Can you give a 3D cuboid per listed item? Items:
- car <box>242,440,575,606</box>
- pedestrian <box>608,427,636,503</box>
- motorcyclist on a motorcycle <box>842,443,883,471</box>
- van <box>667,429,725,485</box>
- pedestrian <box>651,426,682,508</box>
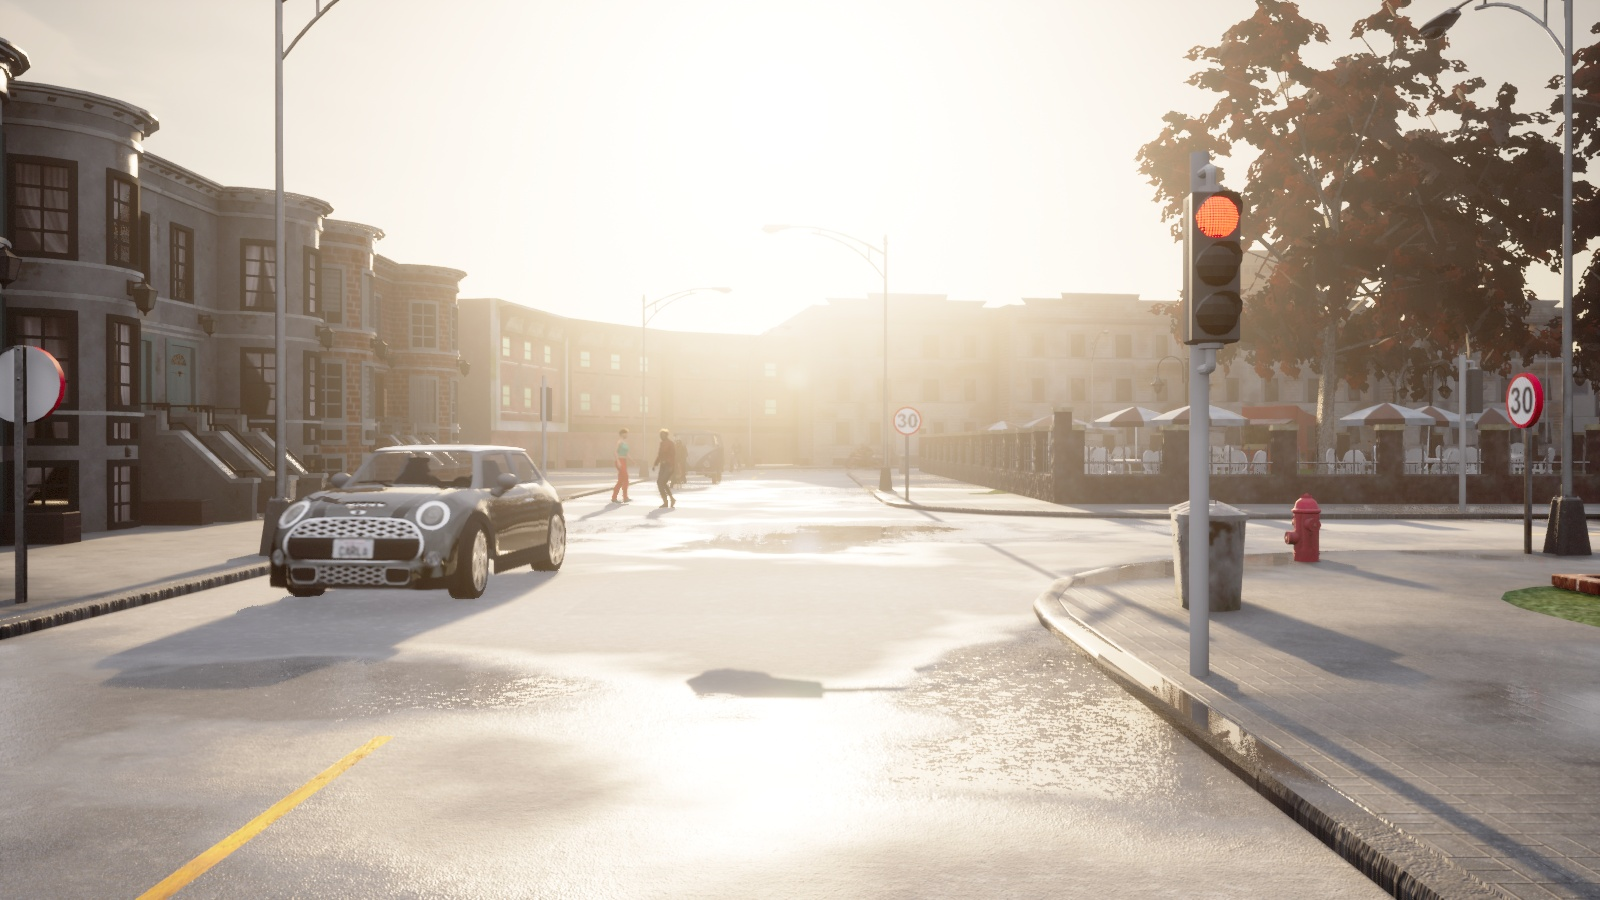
[{"bbox_3d":[-3.864,0.634,13.166,1.970,1.475,3.806,0,0,6],"label":"car"},{"bbox_3d":[-4.307,0.363,30.386,0.594,1.836,0.345,0,0,13],"label":"pedestrian"},{"bbox_3d":[3.534,0.385,70.987,2.191,1.530,0.866,0,1,-14],"label":"motorcyclist on a motorcycle"},{"bbox_3d":[-3.846,0.230,47.095,1.775,1.987,4.442,0,0,0],"label":"van"},{"bbox_3d":[-3.018,0.377,28.392,0.331,1.846,0.636,0,0,44],"label":"pedestrian"}]
